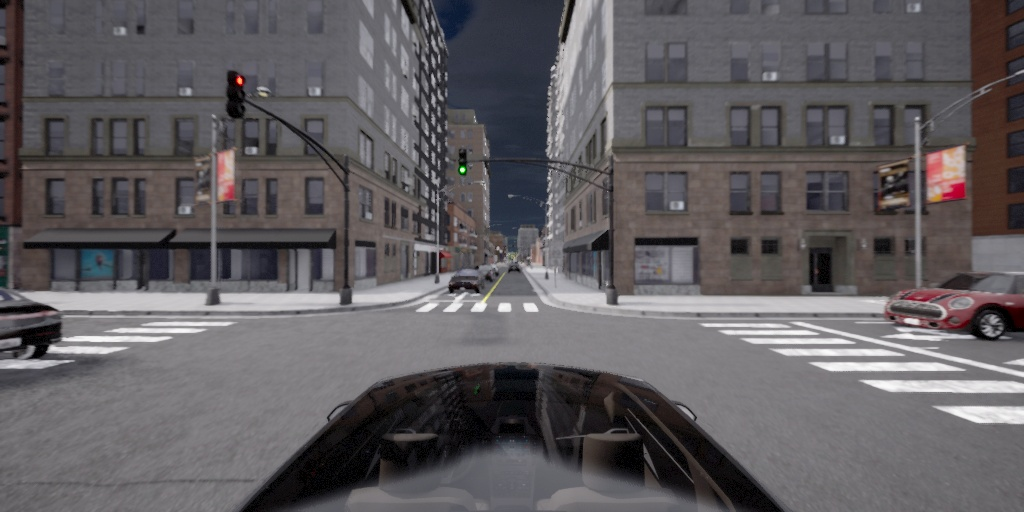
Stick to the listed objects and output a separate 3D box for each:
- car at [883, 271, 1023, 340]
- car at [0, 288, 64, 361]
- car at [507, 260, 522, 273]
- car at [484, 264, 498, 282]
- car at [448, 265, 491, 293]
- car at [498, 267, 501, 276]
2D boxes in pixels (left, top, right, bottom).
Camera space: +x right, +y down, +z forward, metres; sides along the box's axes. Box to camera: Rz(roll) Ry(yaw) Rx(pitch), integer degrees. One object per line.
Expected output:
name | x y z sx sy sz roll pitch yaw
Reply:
car | 13.165 1.200 9.804 4.553 1.767 2.097 0 0 0
car | -10.808 1.248 6.386 4.902 1.511 2.128 0 -1 10
car | 0.346 1.739 52.900 1.837 1.490 4.892 0 -1 1
car | -2.578 1.538 32.675 1.837 1.490 4.892 0 -1 1
car | -2.723 1.487 22.791 2.033 1.411 5.357 0 -1 1
car | -2.489 1.660 43.001 1.812 1.442 4.674 0 -1 0
